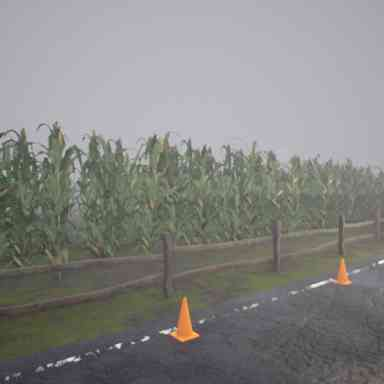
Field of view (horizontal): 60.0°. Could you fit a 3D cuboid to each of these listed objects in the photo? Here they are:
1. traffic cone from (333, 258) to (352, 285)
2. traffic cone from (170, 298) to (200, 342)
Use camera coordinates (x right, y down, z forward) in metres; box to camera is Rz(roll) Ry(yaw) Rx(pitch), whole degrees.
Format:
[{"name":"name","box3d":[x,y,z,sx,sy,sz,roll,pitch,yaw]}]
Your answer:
[{"name":"traffic cone","box3d":[3.714,1.936,8.208,0.340,0.580,0.340,0,0,-40]},{"name":"traffic cone","box3d":[-0.114,1.944,5.182,0.340,0.580,0.340,0,0,-37]}]
